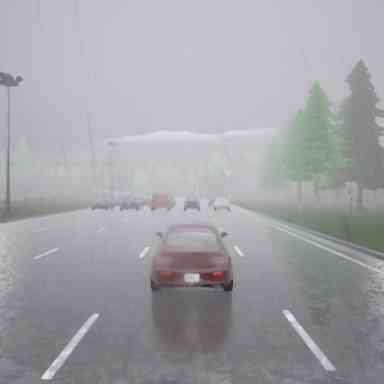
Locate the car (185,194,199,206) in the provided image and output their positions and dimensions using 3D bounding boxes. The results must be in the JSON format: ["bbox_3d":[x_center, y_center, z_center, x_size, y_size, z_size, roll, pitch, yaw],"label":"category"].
[{"bbox_3d":[0.006,1.222,51.038,2.097,1.767,4.553,0,0,0],"label":"car"}]

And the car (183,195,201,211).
[{"bbox_3d":[-0.003,1.405,39.216,1.837,1.490,4.892,0,1,0],"label":"car"}]

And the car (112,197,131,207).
[{"bbox_3d":[-10.495,1.435,49.894,1.994,1.385,4.181,0,0,0],"label":"car"}]

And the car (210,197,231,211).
[{"bbox_3d":[3.502,1.423,39.827,1.812,1.442,4.674,0,0,0],"label":"car"}]

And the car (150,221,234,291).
[{"bbox_3d":[-0.001,1.503,8.798,1.812,1.442,4.674,0,0,0],"label":"car"}]

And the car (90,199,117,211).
[{"bbox_3d":[-10.501,1.499,39.523,1.895,1.301,4.718,0,0,0],"label":"car"}]

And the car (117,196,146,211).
[{"bbox_3d":[-7.006,1.251,38.993,2.097,1.767,4.553,0,0,0],"label":"car"}]

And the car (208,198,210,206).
[{"bbox_3d":[3.497,1.435,50.279,1.994,1.385,4.181,0,0,1],"label":"car"}]

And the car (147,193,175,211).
[{"bbox_3d":[-3.504,1.123,38.714,2.150,2.045,5.566,0,0,0],"label":"car"}]
